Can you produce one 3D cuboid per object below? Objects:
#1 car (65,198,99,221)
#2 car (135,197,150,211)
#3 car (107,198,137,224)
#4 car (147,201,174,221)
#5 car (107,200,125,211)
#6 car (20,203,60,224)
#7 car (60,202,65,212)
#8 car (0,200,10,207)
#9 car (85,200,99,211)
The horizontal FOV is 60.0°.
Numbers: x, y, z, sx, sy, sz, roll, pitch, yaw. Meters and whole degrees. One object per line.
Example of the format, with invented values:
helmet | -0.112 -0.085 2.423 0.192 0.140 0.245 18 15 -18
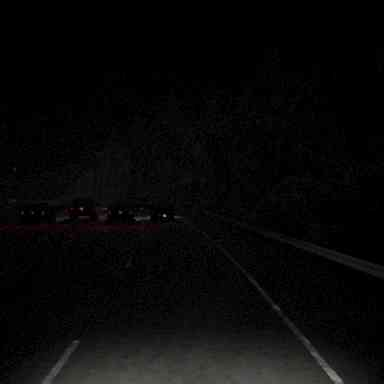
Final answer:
car | -10.017 1.571 31.102 2.150 2.045 5.566 0 -1 -12
car | -7.678 1.705 49.857 2.150 2.045 5.566 0 0 -19
car | -5.877 1.637 27.736 2.097 1.767 4.553 -1 0 -10
car | -2.715 1.776 29.959 1.837 1.490 4.892 0 -1 -11
car | -11.610 2.018 50.415 2.128 1.511 4.902 0 0 -19
car | -13.195 1.717 28.779 2.097 1.767 4.553 0 0 -11
car | -17.319 2.064 45.302 1.812 1.442 4.674 0 0 -17
car | -42.588 2.502 75.394 1.882 1.535 5.008 0 -1 -31
car | -15.607 2.080 51.626 1.837 1.490 4.892 0 0 -20
